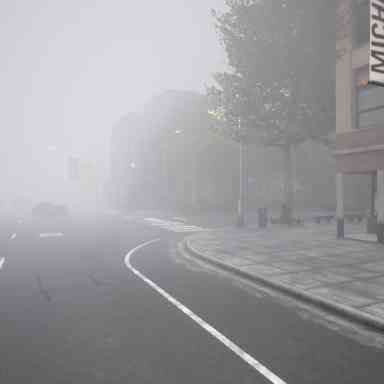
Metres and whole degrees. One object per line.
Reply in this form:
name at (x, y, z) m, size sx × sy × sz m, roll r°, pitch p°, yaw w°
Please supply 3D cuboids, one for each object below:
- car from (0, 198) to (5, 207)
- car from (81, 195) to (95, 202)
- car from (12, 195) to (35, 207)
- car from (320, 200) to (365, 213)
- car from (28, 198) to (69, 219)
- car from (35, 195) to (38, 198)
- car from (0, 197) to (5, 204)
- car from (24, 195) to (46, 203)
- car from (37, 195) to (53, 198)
car at (-29.219, 1.600, 48.819) m, size 1.895 × 1.301 × 4.718 m, roll 0°, pitch 0°, yaw -15°
car at (-24.375, 1.524, 79.043) m, size 1.812 × 1.442 × 4.674 m, roll 0°, pitch 0°, yaw 25°
car at (-25.861, 1.491, 50.622) m, size 2.128 × 1.511 × 4.902 m, roll 0°, pitch 0°, yaw -15°
car at (16.649, 1.547, 36.669) m, size 5.357 × 1.411 × 2.033 m, roll 0°, pitch 0°, yaw -26°
car at (-12.566, 1.526, 29.581) m, size 1.812 × 1.442 × 4.674 m, roll -2°, pitch 1°, yaw -45°
car at (-31.076, 1.595, 64.508) m, size 1.895 × 1.301 × 4.718 m, roll 0°, pitch 0°, yaw 2°
car at (-37.796, 1.594, 63.089) m, size 1.895 × 1.301 × 4.718 m, roll 0°, pitch 0°, yaw 4°
car at (-33.788, 1.444, 71.854) m, size 1.837 × 1.490 × 4.892 m, roll 0°, pitch 0°, yaw 11°
car at (-22.958, 1.525, 53.468) m, size 1.812 × 1.442 × 4.674 m, roll 0°, pitch 0°, yaw -13°
